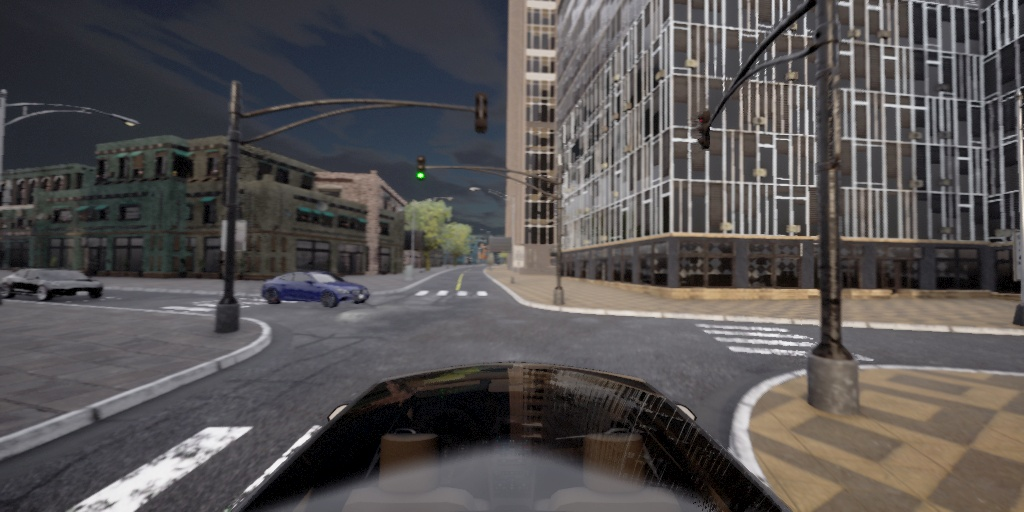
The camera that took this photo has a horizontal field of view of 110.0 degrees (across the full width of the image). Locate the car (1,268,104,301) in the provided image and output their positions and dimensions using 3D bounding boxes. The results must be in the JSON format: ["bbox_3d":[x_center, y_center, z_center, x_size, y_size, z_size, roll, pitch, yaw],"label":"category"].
[{"bbox_3d":[-20.592,1.221,16.047,4.313,1.339,1.948,0,0,16],"label":"car"}]

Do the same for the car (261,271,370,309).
[{"bbox_3d":[-8.297,1.349,15.132,4.674,1.442,1.812,0,-2,16],"label":"car"}]
